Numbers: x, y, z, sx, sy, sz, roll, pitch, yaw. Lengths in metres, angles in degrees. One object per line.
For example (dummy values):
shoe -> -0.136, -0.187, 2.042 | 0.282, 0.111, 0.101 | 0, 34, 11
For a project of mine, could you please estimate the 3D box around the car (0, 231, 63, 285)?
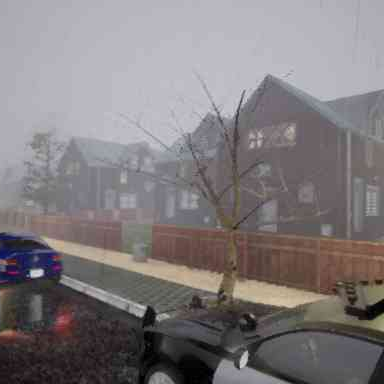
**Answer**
car -> -5.450, 1.896, 9.931 | 1.812, 1.442, 4.674 | 4, -4, -44

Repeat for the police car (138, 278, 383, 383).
police car -> 1.437, 1.602, 2.838 | 1.930, 1.638, 5.238 | 4, -4, -44
